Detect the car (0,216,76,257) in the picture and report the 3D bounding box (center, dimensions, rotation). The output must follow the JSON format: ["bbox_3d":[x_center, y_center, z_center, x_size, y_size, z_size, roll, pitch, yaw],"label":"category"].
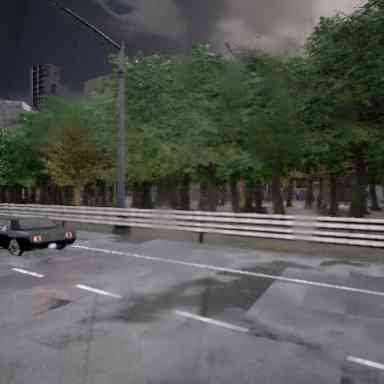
[{"bbox_3d":[-6.694,1.607,12.960,4.718,1.301,1.895,0,0,36],"label":"car"}]
